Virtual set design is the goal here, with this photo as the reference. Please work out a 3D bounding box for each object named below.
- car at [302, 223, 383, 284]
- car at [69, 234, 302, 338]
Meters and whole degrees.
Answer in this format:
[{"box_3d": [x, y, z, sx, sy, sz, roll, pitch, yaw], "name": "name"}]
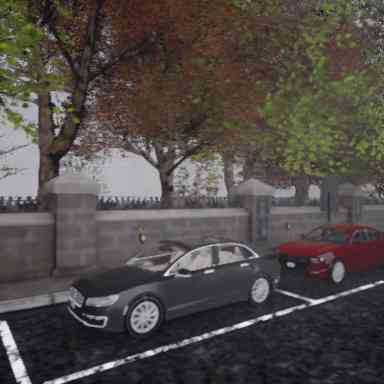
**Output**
[{"box_3d": [4.368, 1.636, 9.838, 4.507, 1.381, 1.887, 1, 0, -36], "name": "car"}, {"box_3d": [-0.111, 1.587, 6.576, 4.403, 1.369, 2.008, 1, 0, -36], "name": "car"}]
